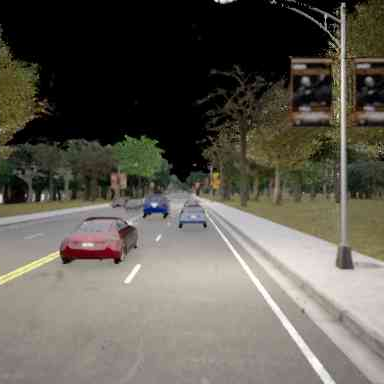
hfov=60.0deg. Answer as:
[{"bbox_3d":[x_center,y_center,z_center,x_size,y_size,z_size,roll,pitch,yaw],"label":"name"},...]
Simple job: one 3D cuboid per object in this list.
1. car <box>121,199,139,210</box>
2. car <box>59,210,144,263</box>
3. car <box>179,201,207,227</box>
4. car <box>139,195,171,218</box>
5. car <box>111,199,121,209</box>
[{"bbox_3d":[-6.738,1.578,39.769,1.837,1.490,4.892,0,0,0],"label":"car"},{"bbox_3d":[-3.167,1.583,12.099,1.994,1.385,4.181,0,0,0],"label":"car"},{"bbox_3d":[0.049,1.586,23.065,2.033,1.411,5.357,0,0,0],"label":"car"},{"bbox_3d":[-3.243,1.276,31.209,2.150,2.045,5.566,0,0,0],"label":"car"},{"bbox_3d":[-10.031,1.655,47.129,1.994,1.385,4.181,0,0,0],"label":"car"}]
